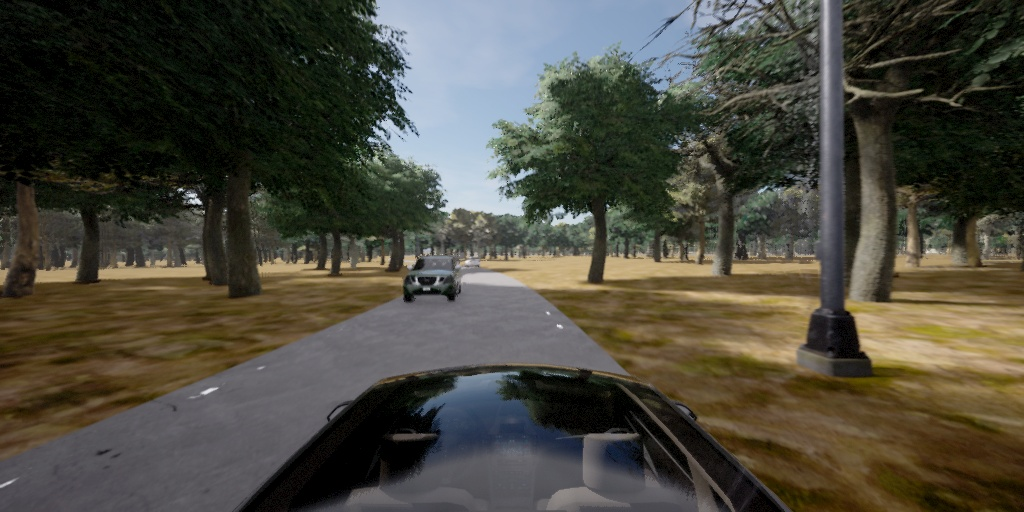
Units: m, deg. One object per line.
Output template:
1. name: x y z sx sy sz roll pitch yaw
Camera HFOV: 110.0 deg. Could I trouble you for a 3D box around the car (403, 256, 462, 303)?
1. car: -3.645 1.000 17.347 2.150 2.045 5.566 0 0 -4
